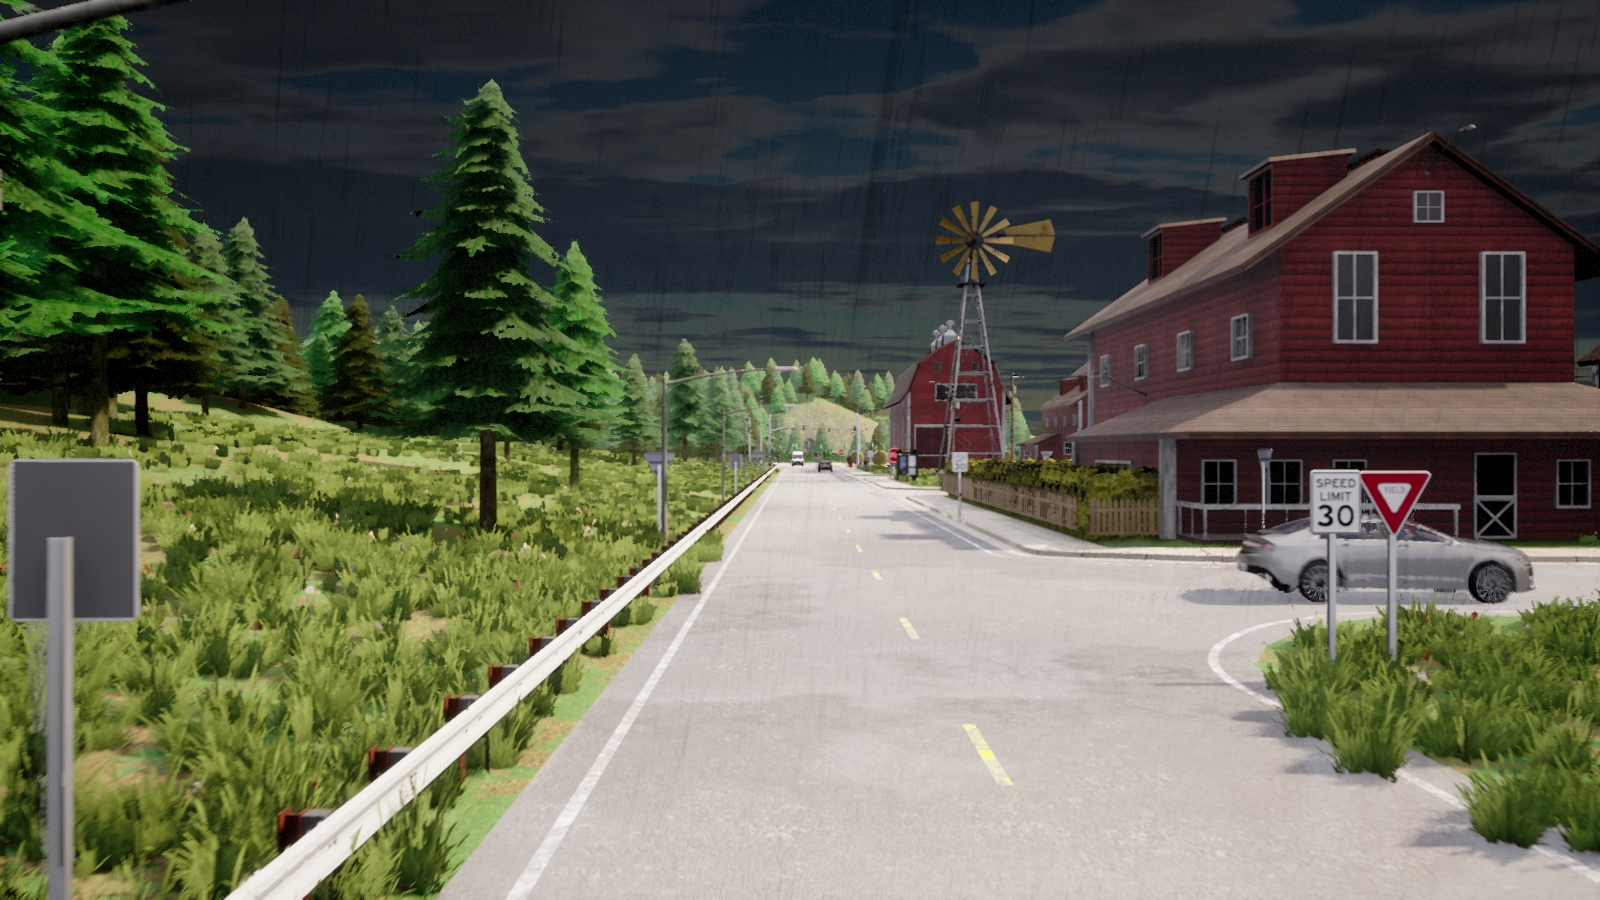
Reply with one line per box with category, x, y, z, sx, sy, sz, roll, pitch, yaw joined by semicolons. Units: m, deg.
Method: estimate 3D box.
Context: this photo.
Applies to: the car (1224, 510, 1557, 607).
car;10.478;1.907;20.619;4.902;1.511;2.128;0;0;4
